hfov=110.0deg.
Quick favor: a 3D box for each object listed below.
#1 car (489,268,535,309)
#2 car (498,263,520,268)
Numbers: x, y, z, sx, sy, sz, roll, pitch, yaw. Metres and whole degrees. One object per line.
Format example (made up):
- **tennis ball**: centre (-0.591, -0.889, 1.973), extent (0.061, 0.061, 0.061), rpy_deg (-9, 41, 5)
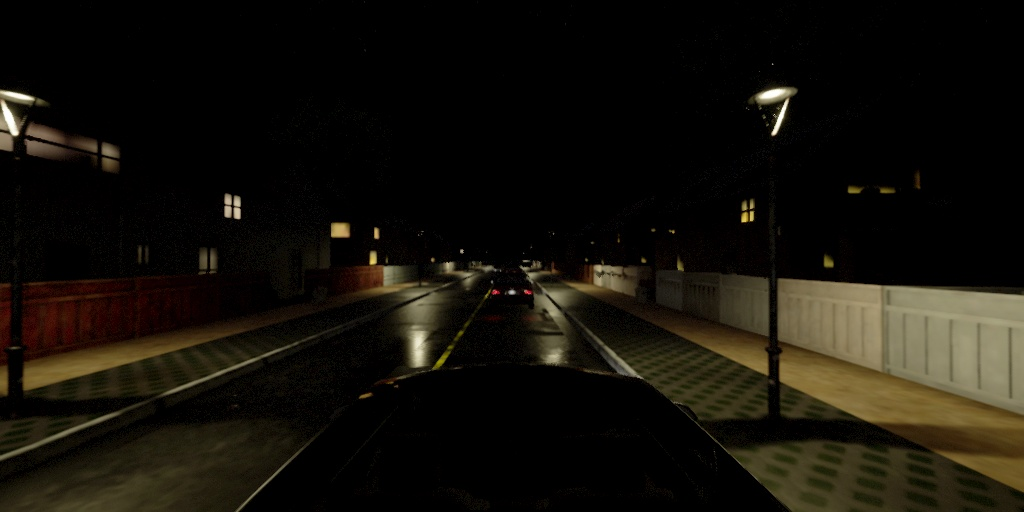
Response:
- **car**: centre (0.001, 1.432, 15.836), extent (2.033, 1.411, 5.357), rpy_deg (0, -1, 0)
- **car**: centre (0.006, 1.555, 31.239), extent (1.812, 1.442, 4.674), rpy_deg (0, 0, 0)
